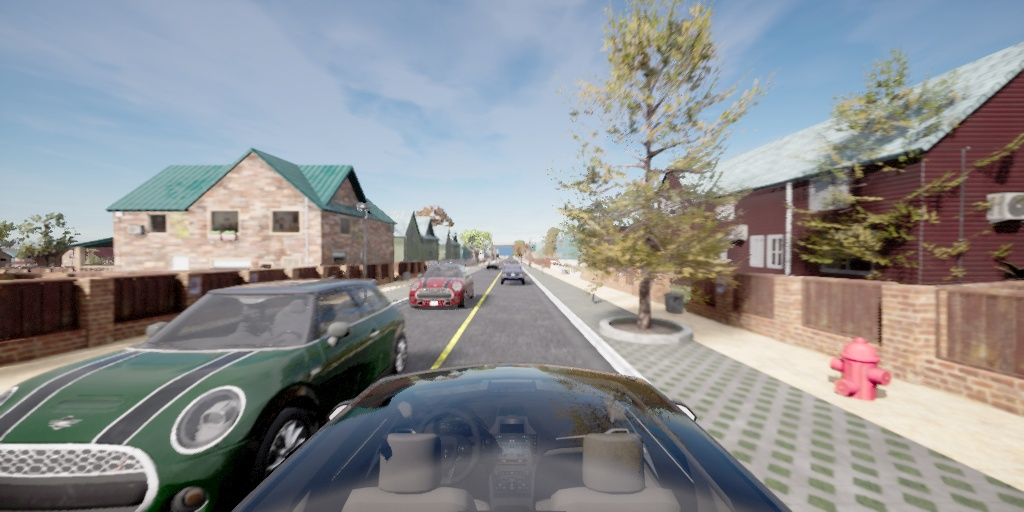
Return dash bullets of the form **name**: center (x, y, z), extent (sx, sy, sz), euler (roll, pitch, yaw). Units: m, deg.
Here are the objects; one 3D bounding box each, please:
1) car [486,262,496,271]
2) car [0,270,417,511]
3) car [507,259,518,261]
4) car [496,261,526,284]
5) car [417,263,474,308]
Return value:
- **car**: center (-2.874, 1.505, 53.603), extent (1.895, 1.301, 4.718), euler (0, 0, 0)
- **car**: center (-2.848, 1.111, 4.326), extent (2.097, 1.767, 4.553), euler (0, 0, 0)
- **car**: center (0.057, 1.216, 41.783), extent (2.097, 1.767, 4.553), euler (0, 0, 0)
- **car**: center (0.070, 1.369, 27.748), extent (2.033, 1.411, 5.357), euler (0, 0, 0)
- **car**: center (-2.848, 1.141, 15.363), extent (2.097, 1.767, 4.553), euler (0, 0, 0)
